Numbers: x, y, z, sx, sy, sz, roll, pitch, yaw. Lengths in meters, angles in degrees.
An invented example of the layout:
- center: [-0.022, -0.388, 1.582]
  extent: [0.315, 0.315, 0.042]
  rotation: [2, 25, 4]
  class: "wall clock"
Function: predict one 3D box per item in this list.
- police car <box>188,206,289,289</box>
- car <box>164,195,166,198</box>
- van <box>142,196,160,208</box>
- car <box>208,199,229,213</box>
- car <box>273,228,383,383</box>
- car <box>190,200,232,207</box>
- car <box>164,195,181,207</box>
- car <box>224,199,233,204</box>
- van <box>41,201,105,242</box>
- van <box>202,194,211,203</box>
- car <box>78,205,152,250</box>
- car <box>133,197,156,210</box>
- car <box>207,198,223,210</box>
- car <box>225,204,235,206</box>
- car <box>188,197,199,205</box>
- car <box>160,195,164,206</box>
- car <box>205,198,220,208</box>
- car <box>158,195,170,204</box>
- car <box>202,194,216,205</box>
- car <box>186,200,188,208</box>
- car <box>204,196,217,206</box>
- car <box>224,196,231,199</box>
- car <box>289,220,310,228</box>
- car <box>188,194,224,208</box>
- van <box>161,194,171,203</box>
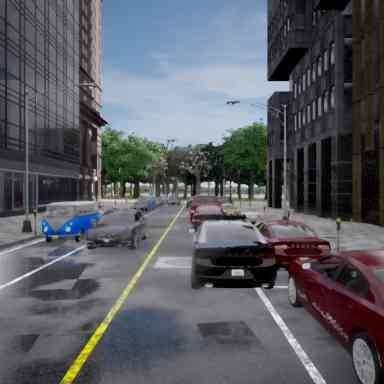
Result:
- center: [0.933, 1.426, 9.301]
  extent: [1.930, 1.638, 5.238]
  rotation: [0, 0, 0]
  class: "police car"
- center: [-5.559, 1.577, 54.012]
  extent: [1.947, 1.339, 4.313]
  rotation: [0, 0, 0]
  class: "car"
- center: [-5.601, 1.347, 43.138]
  extent: [1.690, 1.788, 3.998]
  rotation: [0, 0, 0]
  class: "van"
- center: [2.904, 1.555, 37.667]
  extent: [2.008, 1.369, 4.403]
  rotation: [0, 0, 0]
  class: "car"
- center: [2.779, 1.545, 5.042]
  extent: [1.887, 1.381, 4.507]
  rotation: [0, 0, 0]
  class: "car"
- center: [0.971, 1.479, 19.191]
  extent: [1.882, 1.535, 5.008]
  rotation: [0, 0, 0]
  class: "car"
- center: [-2.803, 1.574, 52.110]
  extent: [1.994, 1.385, 4.181]
  rotation: [0, 0, 0]
  class: "car"
- center: [2.863, 1.527, 26.962]
  extent: [1.752, 1.417, 4.829]
  rotation: [0, 0, 0]
  class: "car"
- center: [-5.705, 1.341, 15.950]
  extent: [1.690, 1.788, 3.998]
  rotation: [0, 0, 0]
  class: "van"
- center: [3.028, 1.363, 70.293]
  extent: [1.690, 1.788, 3.998]
  rotation: [0, 0, 0]
  class: "van"
- center: [-3.048, 1.505, 14.335]
  extent: [1.837, 1.490, 4.892]
  rotation: [0, 0, 0]
  class: "car"
- center: [-5.622, 1.570, 37.700]
  extent: [1.947, 1.339, 4.313]
  rotation: [0, 0, 0]
  class: "car"
- center: [2.925, 1.532, 43.275]
  extent: [1.752, 1.417, 4.829]
  rotation: [0, 0, 0]
  class: "car"
- center: [2.821, 1.526, 16.087]
  extent: [1.752, 1.417, 4.829]
  rotation: [0, 0, 0]
  class: "car"
- center: [0.229, 1.579, 60.382]
  extent: [1.994, 1.385, 4.181]
  rotation: [0, 0, 0]
  class: "car"
- center: [-5.581, 1.534, 48.405]
  extent: [1.752, 1.417, 4.829]
  rotation: [0, 0, 0]
  class: "car"
- center: [2.945, 1.553, 48.543]
  extent: [1.887, 1.381, 4.507]
  rotation: [0, 0, 0]
  class: "car"
- center: [-5.518, 1.458, 64.888]
  extent: [1.967, 1.590, 4.097]
  rotation: [0, 0, 0]
  class: "car"
- center: [2.986, 1.330, 59.418]
  extent: [2.192, 1.841, 5.009]
  rotation: [0, 0, 0]
  class: "car"
- center: [0.194, 1.500, 47.149]
  extent: [2.128, 1.511, 4.902]
  rotation: [0, 0, 1]
  class: "car"
- center: [2.966, 1.452, 53.980]
  extent: [1.967, 1.590, 4.097]
  rotation: [0, 0, 0]
  class: "car"
- center: [2.882, 1.318, 32.230]
  extent: [2.192, 1.841, 5.009]
  rotation: [0, 0, 0]
  class: "car"
- center: [2.800, 1.545, 10.480]
  extent: [1.887, 1.381, 4.507]
  rotation: [0, 0, 0]
  class: "car"
- center: [0.958, 1.224, 25.219]
  extent: [2.150, 2.045, 5.566]
  rotation: [0, 0, 0]
  class: "car"
- center: [-5.497, 1.363, 70.325]
  extent: [1.690, 1.788, 3.998]
  rotation: [0, 0, 0]
  class: "van"
